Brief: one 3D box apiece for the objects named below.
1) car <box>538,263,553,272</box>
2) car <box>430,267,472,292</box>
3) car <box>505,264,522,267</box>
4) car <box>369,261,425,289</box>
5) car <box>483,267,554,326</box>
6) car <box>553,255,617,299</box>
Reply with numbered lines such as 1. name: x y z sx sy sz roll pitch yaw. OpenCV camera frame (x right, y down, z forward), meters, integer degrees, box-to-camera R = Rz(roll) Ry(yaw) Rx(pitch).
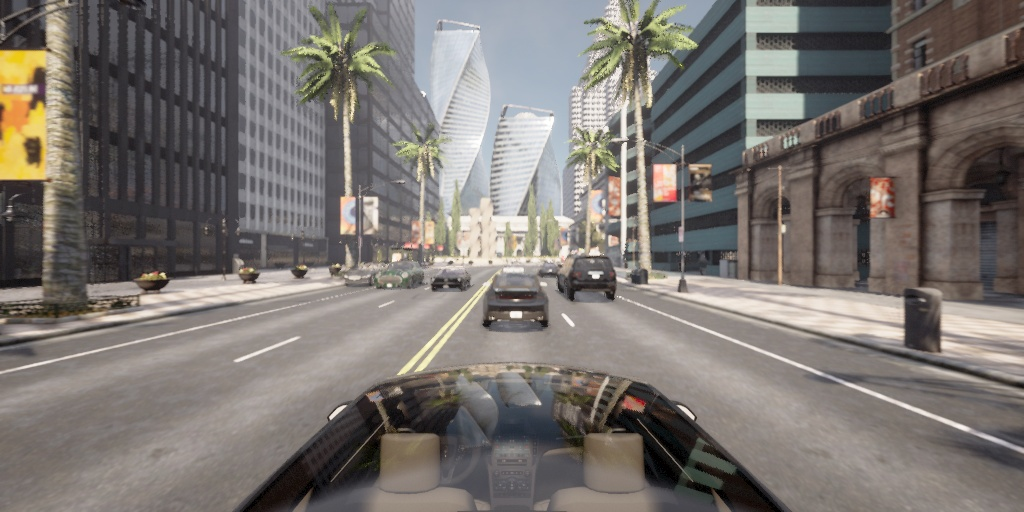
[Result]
1. car: 3.630 1.344 35.777 1.994 1.385 4.181 0 0 0
2. car: -3.582 1.366 21.659 1.895 1.301 4.718 0 0 0
3. car: 0.129 1.378 34.191 1.895 1.301 4.718 0 0 0
4. car: -7.079 1.117 22.968 2.097 1.767 4.553 0 0 0
5. car: 0.108 1.263 11.635 1.837 1.490 4.892 0 0 0
6. car: 3.614 0.986 18.134 2.150 2.045 5.566 0 0 0
